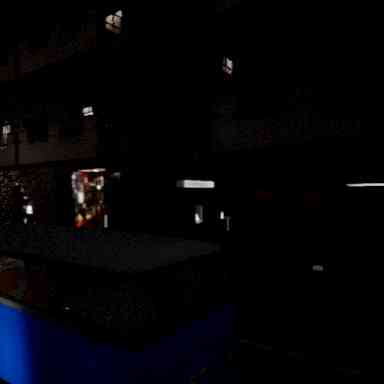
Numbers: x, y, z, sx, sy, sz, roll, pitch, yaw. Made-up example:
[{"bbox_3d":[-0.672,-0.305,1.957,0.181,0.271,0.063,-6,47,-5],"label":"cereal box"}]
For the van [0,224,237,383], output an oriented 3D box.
[{"bbox_3d":[-1.452,1.344,3.915,3.998,1.788,1.690,0,0,36],"label":"van"}]
